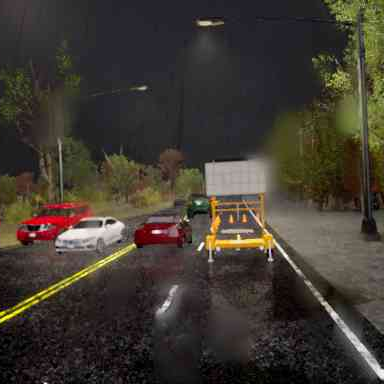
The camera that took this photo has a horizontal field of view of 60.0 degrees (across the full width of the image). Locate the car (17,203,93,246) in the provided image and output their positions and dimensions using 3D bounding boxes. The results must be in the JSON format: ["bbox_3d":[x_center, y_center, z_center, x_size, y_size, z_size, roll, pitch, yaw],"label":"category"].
[{"bbox_3d":[-7.393,1.724,18.837,2.150,2.045,5.566,-3,0,7],"label":"car"}]

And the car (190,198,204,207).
[{"bbox_3d":[0.950,1.776,57.336,1.812,1.442,4.674,-3,0,8],"label":"car"}]

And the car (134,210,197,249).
[{"bbox_3d":[-1.113,1.677,14.637,1.994,1.385,4.181,-2,-5,6],"label":"car"}]

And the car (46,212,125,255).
[{"bbox_3d":[-4.515,1.888,15.485,1.812,1.442,4.674,-3,0,7],"label":"car"}]

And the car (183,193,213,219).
[{"bbox_3d":[0.759,1.290,29.244,2.150,2.045,5.566,-1,-6,4],"label":"car"}]

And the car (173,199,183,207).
[{"bbox_3d":[-2.109,1.936,58.933,2.033,1.411,5.357,-3,0,8],"label":"car"}]

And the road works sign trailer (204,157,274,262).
[{"bbox_3d":[1.733,0.538,12.603,2.380,3.560,2.880,-3,0,7],"label":"road works sign trailer"}]
